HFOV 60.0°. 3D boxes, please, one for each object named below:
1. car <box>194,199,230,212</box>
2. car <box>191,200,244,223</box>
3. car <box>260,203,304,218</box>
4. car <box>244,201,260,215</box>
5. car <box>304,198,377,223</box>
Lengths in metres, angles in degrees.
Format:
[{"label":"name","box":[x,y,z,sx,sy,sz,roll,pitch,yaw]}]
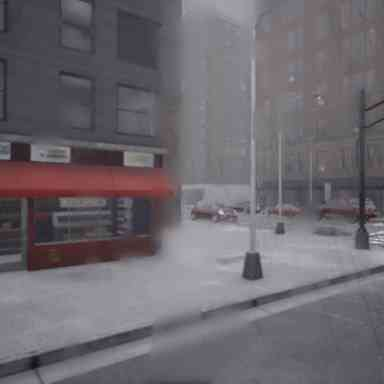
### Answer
[{"label":"car","box":[2.343,1.623,39.892,2.008,1.369,4.403,0,0,-35]},{"label":"car","box":[1.741,1.492,25.929,1.967,1.590,4.097,0,0,-35]},{"label":"car","box":[8.699,1.666,30.856,1.802,1.307,4.206,0,0,-35]},{"label":"car","box":[5.521,1.644,35.373,1.947,1.339,4.313,0,0,-35]},{"label":"car","box":[11.879,1.404,26.339,2.192,1.841,5.009,0,0,-35]}]
